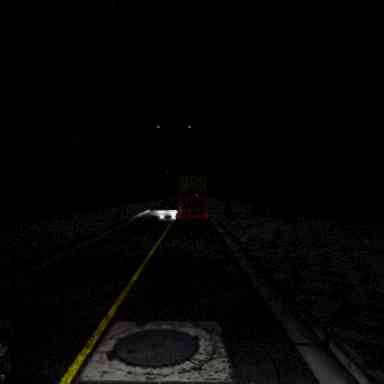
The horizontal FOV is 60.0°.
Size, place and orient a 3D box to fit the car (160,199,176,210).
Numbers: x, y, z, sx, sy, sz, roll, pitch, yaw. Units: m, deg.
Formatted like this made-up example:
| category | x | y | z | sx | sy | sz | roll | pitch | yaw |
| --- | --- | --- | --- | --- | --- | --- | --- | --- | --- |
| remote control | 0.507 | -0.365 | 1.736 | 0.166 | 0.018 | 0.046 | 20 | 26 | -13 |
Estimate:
| category | x | y | z | sx | sy | sz | roll | pitch | yaw |
| --- | --- | --- | --- | --- | --- | --- | --- | --- | --- |
| car | -3.097 | 1.642 | 43.791 | 1.895 | 1.301 | 4.718 | 0 | 0 | 0 |

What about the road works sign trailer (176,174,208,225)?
| category | x | y | z | sx | sy | sz | roll | pitch | yaw |
| --- | --- | --- | --- | --- | --- | --- | --- | --- | --- |
| road works sign trailer | -0.003 | 0.479 | 24.279 | 2.380 | 3.560 | 2.880 | 0 | 0 | 0 |

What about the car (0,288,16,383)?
| category | x | y | z | sx | sy | sz | roll | pitch | yaw |
| --- | --- | --- | --- | --- | --- | --- | --- | --- | --- |
| car | -3.100 | 1.351 | 1.952 | 2.097 | 1.767 | 4.553 | 0 | 0 | 0 |
